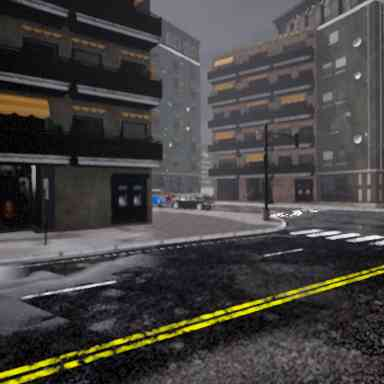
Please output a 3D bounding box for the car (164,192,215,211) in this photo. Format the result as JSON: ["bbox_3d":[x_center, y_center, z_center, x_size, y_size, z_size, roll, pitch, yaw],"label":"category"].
[{"bbox_3d":[0.042,0.929,29.726,4.403,1.369,2.008,1,0,37],"label":"car"}]

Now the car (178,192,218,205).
[{"bbox_3d":[0.675,0.756,39.724,4.403,1.369,2.008,1,0,37],"label":"car"}]

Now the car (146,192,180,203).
[{"bbox_3d":[-3.747,0.698,43.038,4.206,1.307,1.802,1,0,37],"label":"car"}]

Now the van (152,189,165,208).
[{"bbox_3d":[-4.375,0.630,33.040,3.998,1.788,1.690,1,0,37],"label":"van"}]
